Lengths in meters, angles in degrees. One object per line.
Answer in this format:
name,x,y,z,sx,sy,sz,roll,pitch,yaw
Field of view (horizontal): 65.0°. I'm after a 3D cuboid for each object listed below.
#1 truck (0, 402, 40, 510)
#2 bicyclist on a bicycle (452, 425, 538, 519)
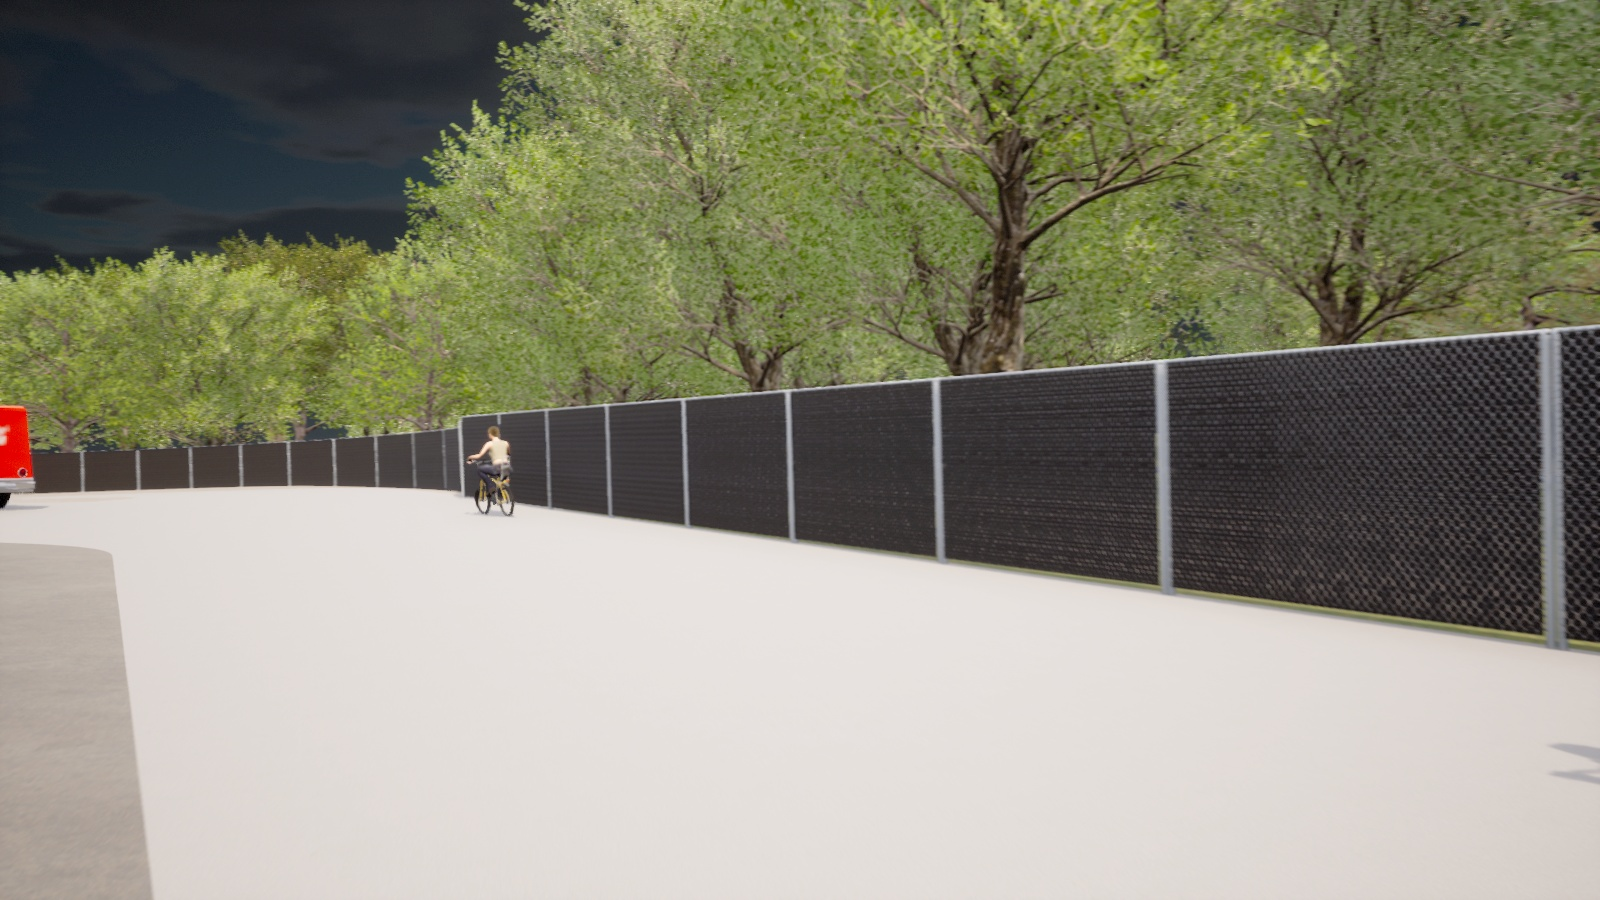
truck,-20.866,0.155,29.624,5.204,2.467,2.627,-1,0,26
bicyclist on a bicycle,-5.497,0.379,22.569,0.866,1.612,1.509,-3,2,-39
